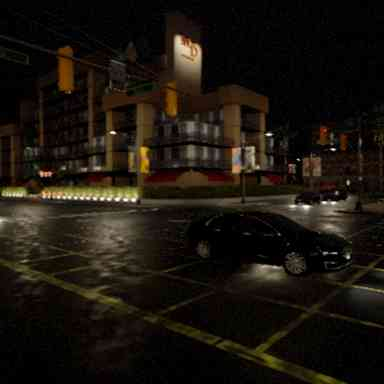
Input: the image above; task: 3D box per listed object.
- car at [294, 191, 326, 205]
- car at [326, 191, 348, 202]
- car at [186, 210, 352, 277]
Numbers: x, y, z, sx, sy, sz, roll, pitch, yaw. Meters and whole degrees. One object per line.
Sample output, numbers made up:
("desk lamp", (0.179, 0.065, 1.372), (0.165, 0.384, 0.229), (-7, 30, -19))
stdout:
("car", (13.767, 0.717, 39.300), (1.837, 1.490, 4.892), (1, 1, 41))
("car", (20.184, 0.591, 46.645), (2.033, 1.411, 5.357), (1, 1, 42))
("car", (1.998, 1.324, 9.746), (4.892, 1.490, 1.837), (1, 1, 41))
